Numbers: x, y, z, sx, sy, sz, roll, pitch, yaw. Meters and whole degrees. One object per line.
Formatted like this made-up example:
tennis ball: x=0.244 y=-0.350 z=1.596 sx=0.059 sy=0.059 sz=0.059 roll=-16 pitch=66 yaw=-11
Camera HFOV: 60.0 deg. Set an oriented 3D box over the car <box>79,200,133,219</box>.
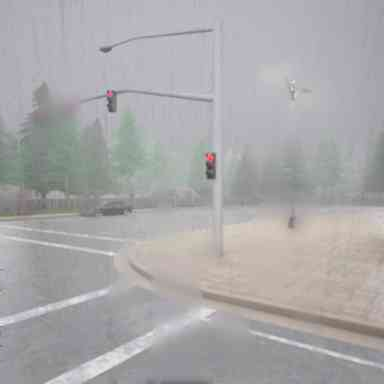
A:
car: x=-7.336 y=1.473 z=28.699 sx=1.837 sy=1.490 sz=4.892 roll=0 pitch=1 yaw=39
